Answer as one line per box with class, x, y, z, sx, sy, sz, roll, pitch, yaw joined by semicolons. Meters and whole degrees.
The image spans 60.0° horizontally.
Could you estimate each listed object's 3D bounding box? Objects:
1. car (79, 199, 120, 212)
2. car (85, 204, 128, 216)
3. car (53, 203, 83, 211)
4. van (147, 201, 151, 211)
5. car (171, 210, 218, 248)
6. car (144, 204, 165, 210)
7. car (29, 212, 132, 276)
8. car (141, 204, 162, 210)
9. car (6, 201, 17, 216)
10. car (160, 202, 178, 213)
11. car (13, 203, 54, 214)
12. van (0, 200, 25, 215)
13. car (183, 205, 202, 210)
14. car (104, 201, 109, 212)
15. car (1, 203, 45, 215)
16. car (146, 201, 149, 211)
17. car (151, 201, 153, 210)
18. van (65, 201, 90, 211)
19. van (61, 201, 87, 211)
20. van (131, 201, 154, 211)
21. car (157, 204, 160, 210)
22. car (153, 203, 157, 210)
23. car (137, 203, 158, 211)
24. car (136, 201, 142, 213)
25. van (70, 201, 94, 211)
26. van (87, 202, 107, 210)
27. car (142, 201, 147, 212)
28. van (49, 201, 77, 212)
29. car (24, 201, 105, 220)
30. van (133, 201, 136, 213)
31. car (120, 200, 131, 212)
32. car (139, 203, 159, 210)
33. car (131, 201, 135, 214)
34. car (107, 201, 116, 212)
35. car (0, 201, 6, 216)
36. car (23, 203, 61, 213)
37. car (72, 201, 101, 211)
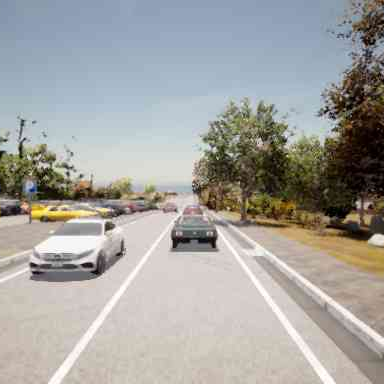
car;-10.378;1.848;35.132;4.553;1.767;2.185;0;-2;0
car;-10.376;2.181;40.672;4.792;1.488;2.163;0;-2;0
car;-23.429;2.879;63.028;5.008;1.535;2.097;0;-2;0
van;-10.228;2.558;60.103;4.442;1.987;1.878;0;-2;0
car;0.093;1.698;15.325;1.895;1.301;4.718;0;-1;0
car;-10.156;4.191;90.581;5.366;1.575;1.946;0;-3;0
car;-3.367;1.571;10.643;1.812;1.442;4.674;0;0;0
car;-10.336;3.926;85.035;4.892;1.521;2.231;0;-3;0
car;-23.420;2.068;38.109;4.892;1.521;2.231;0;-2;0
car;-3.342;2.385;51.802;2.097;1.767;4.553;0;-2;0
car;-23.420;2.427;49.185;5.008;1.535;2.097;0;-2;0
van;-23.543;1.931;40.886;4.442;1.987;1.878;0;-2;0
car;0.085;1.998;32.689;1.994;1.385;4.181;0;-2;0
car;-10.353;1.816;29.581;4.892;1.521;2.231;0;-1;0
car;-23.420;2.333;46.290;5.008;1.535;2.097;0;-2;0
car;-10.347;2.734;57.320;4.674;1.452;2.002;0;-2;0
car;-10.373;2.904;62.875;4.792;1.488;2.163;0;-2;0
van;-23.540;2.895;68.554;4.442;1.987;1.878;0;-3;0
van;-23.307;2.754;65.654;4.442;1.987;1.878;0;-2;0
van;-10.227;2.889;68.409;4.442;1.987;1.878;0;-3;0
car;-10.337;3.384;73.943;5.008;1.535;2.097;0;-3;0
car;-10.372;2.728;65.637;5.566;2.045;2.435;0;-3;0
car;-10.311;3.394;76.723;4.553;1.767;2.185;0;-3;0
car;-10.351;2.422;48.997;5.008;1.535;2.097;0;-2;0
van;-23.540;3.024;71.196;4.442;1.987;1.878;0;-3;0
van;-23.539;3.562;82.264;4.442;1.987;1.878;0;-3;0
car;-10.315;2.633;54.544;4.792;1.488;2.163;0;-2;0
van;-23.307;2.563;60.266;4.442;1.987;1.878;0;-2;0
car;-10.162;1.746;26.813;5.366;1.575;1.946;0;-1;0
van;-10.462;2.106;46.229;4.442;1.987;1.878;0;-2;0
car;-10.318;1.809;37.906;5.566;2.045;2.435;0;-2;0
car;-10.311;3.529;79.495;4.553;1.767;2.185;0;-3;0
car;-10.348;2.282;43.446;4.674;1.452;2.002;0;-2;0
car;-10.353;1.890;32.352;5.008;1.535;2.097;0;-2;0
car;-23.241;1.975;35.343;5.366;1.575;1.946;0;-2;0
car;-23.419;2.519;51.954;4.892;1.521;2.231;0;-2;0
car;-23.394;3.133;73.964;5.566;2.045;2.435;0;-3;0
